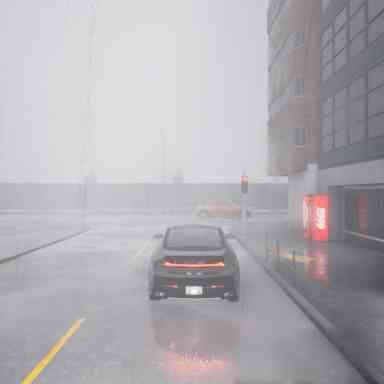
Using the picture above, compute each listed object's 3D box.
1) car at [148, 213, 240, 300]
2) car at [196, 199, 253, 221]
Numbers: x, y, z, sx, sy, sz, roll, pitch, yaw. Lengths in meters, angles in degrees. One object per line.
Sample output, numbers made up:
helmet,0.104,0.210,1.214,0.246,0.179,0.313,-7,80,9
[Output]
car,0.057,1.505,8.338,1.837,1.490,4.892,0,0,1
car,2.539,1.352,26.730,4.553,1.767,2.097,0,0,0
